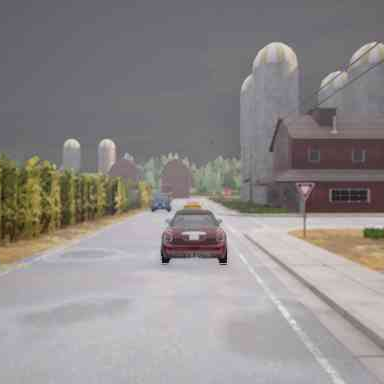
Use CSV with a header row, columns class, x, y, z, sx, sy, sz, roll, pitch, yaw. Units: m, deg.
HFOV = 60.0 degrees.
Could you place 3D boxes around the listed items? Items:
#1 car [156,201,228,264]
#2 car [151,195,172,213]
class,x,y,z,sx,sy,sz,roll,pitch,yaw
car,0.074,1.390,12.114,2.097,1.767,4.553,0,0,0
car,-3.590,1.343,39.932,2.150,2.045,5.566,0,0,0
